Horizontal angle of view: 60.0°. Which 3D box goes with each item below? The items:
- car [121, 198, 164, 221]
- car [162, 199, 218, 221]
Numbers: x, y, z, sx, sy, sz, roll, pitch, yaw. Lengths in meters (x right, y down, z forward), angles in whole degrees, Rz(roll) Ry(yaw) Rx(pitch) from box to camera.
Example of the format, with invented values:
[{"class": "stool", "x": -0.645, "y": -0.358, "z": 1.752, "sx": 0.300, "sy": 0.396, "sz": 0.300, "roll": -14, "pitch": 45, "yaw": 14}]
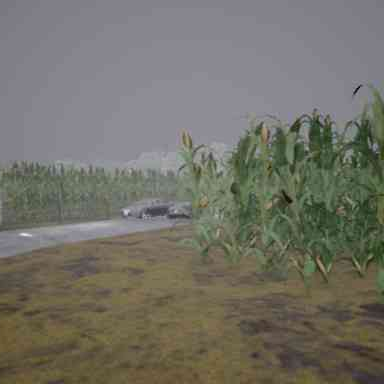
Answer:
[{"class": "car", "x": -3.065, "y": 1.200, "z": 24.564, "sx": 2.128, "sy": 1.511, "sz": 4.902, "roll": 0, "pitch": 1, "yaw": 36}, {"class": "car", "x": 0.121, "y": 1.247, "z": 23.952, "sx": 1.994, "sy": 1.385, "sz": 4.181, "roll": 0, "pitch": 1, "yaw": 36}]
